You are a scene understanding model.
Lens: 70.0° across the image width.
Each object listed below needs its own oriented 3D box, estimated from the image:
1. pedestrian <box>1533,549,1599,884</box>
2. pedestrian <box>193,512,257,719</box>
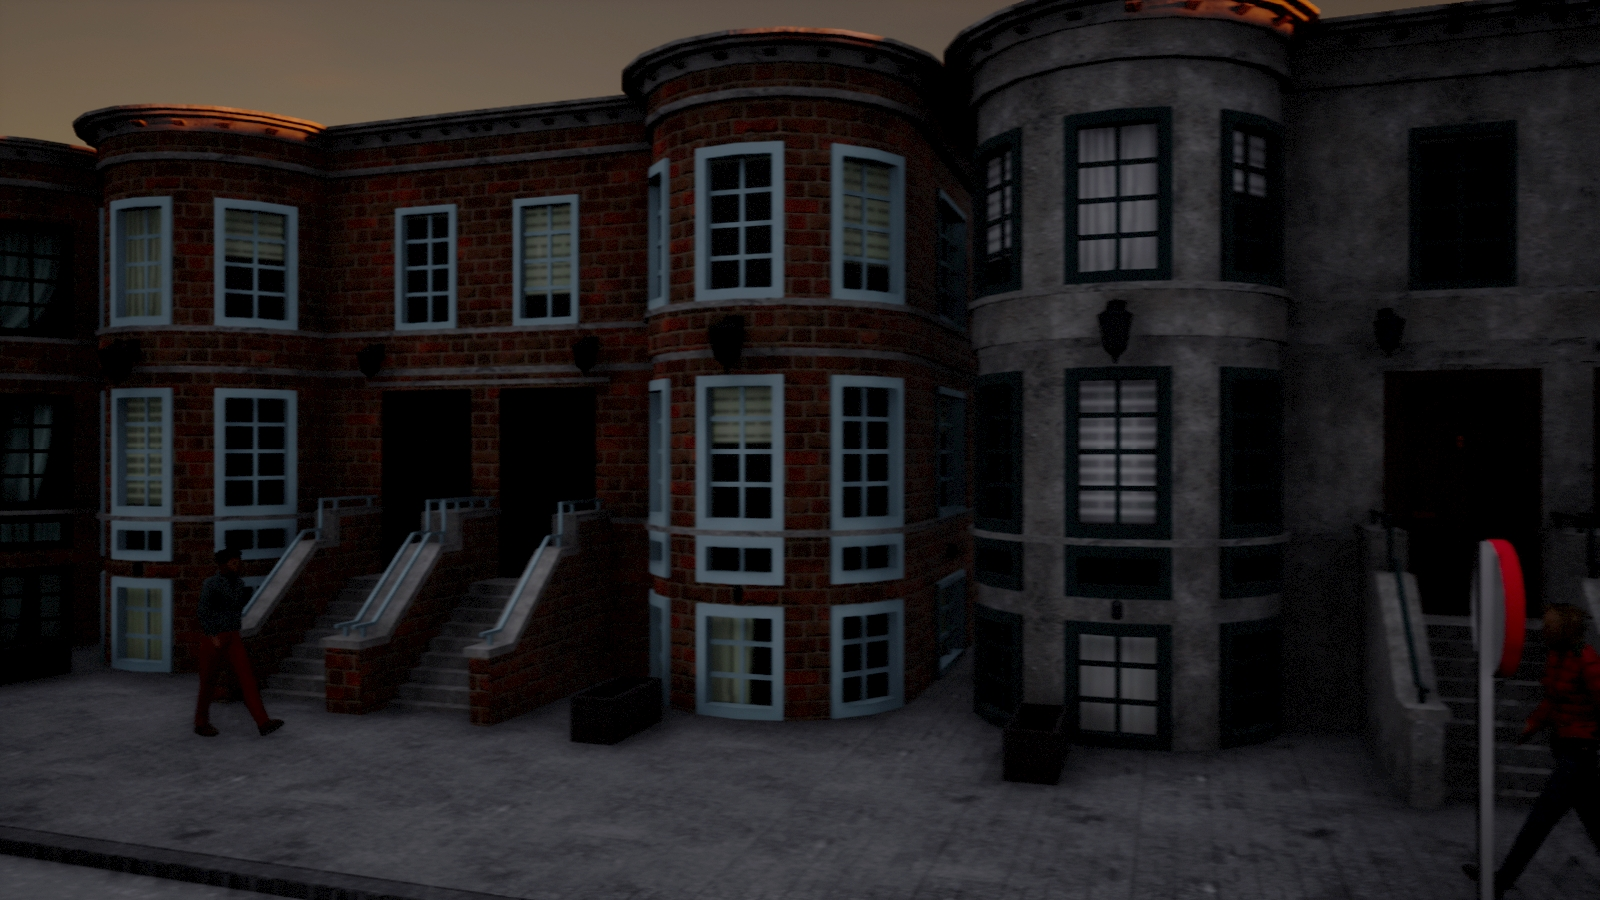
[{"bbox_3d":[4.548,1.525,6.660,0.375,1.860,0.375,0,0,17],"label":"pedestrian"},{"bbox_3d":[-5.360,1.524,10.652,0.375,1.860,0.375,0,0,23],"label":"pedestrian"}]
